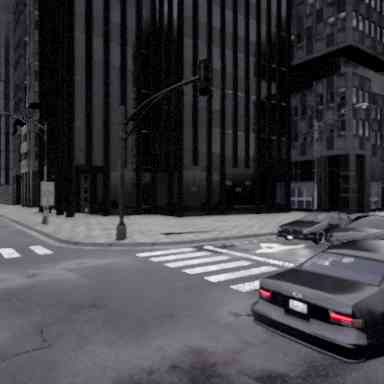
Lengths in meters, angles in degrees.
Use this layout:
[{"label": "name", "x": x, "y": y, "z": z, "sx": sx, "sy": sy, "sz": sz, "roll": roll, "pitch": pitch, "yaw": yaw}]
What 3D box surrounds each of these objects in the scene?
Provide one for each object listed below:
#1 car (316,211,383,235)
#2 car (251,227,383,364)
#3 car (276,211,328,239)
[{"label": "car", "x": 7.120, "y": 1.590, "z": 12.753, "sx": 4.892, "sy": 1.490, "sz": 1.837, "roll": 0, "pitch": 0, "yaw": -36}, {"label": "car", "x": 3.458, "y": 1.587, "z": 5.905, "sx": 5.357, "sy": 1.411, "sz": 2.033, "roll": 0, "pitch": 0, "yaw": -36}, {"label": "car", "x": 6.516, "y": 1.643, "z": 16.315, "sx": 5.357, "sy": 1.411, "sz": 2.033, "roll": 0, "pitch": 0, "yaw": -36}]
